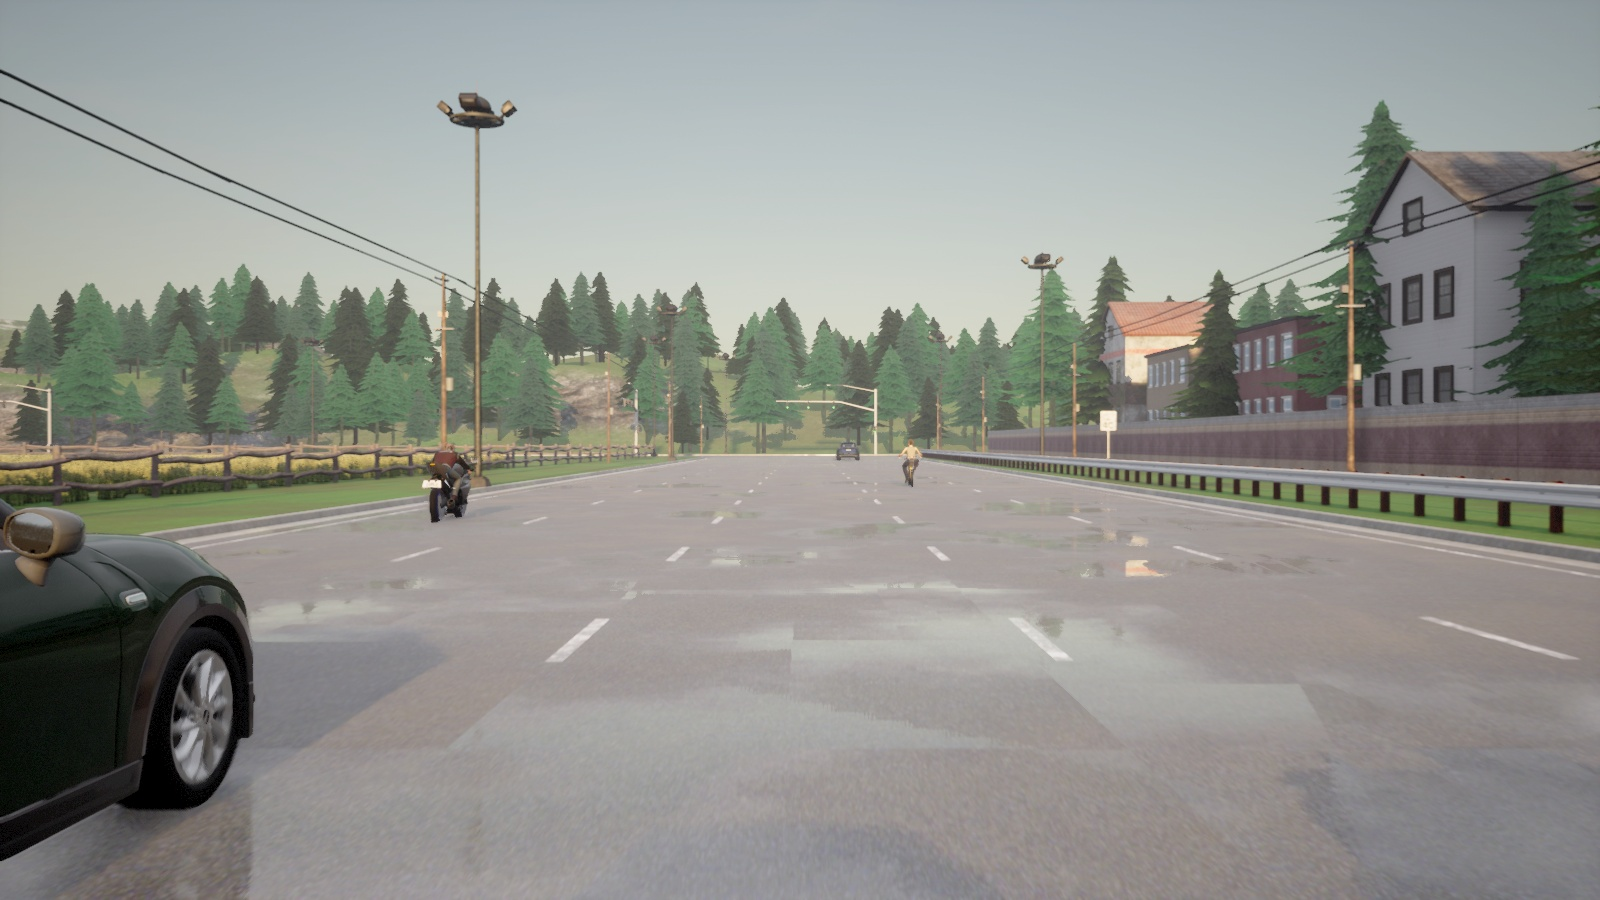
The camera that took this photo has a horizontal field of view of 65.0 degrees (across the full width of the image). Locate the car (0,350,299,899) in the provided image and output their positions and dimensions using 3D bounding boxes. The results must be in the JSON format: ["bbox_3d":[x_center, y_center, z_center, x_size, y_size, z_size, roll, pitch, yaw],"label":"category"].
[{"bbox_3d":[-3.463,0.581,3.747,2.097,1.767,4.553,0,0,0],"label":"car"}]

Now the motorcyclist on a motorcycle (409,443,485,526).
[{"bbox_3d":[-6.845,0.638,24.469,0.866,1.530,2.191,0,0,0],"label":"motorcyclist on a motorcycle"}]

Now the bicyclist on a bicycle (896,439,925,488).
[{"bbox_3d":[3.753,0.446,42.622,0.866,1.612,1.509,0,0,1],"label":"bicyclist on a bicycle"}]
